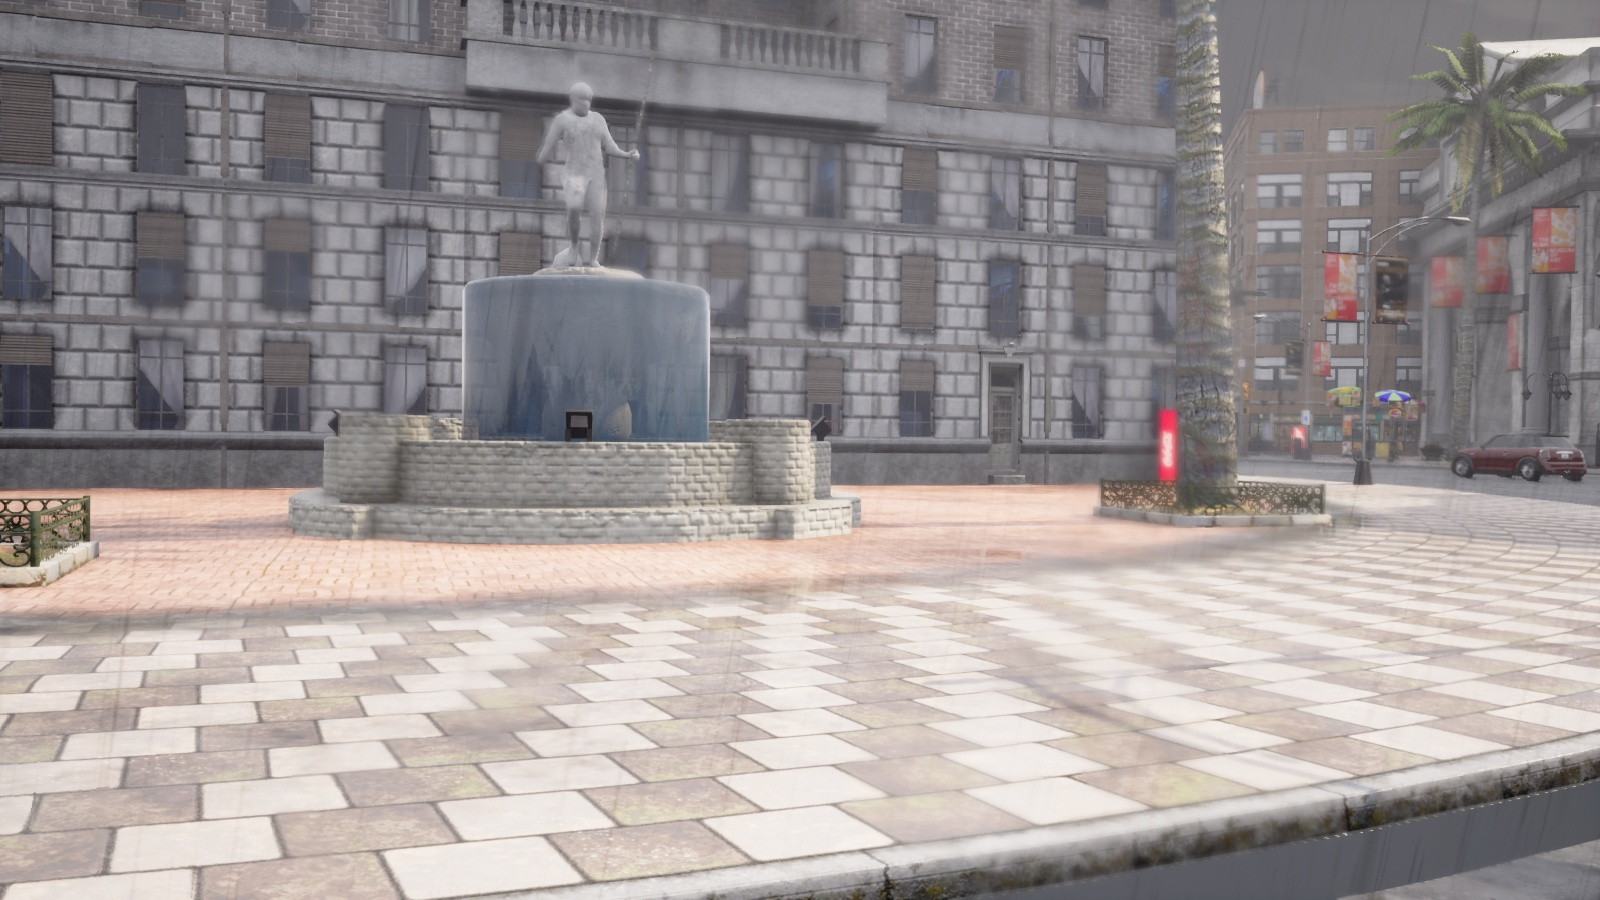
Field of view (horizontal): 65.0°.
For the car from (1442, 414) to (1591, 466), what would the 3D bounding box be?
[{"bbox_3d":[25.902,-0.365,45.611,2.097,1.767,4.553,-1,1,-15],"label":"car"}]
